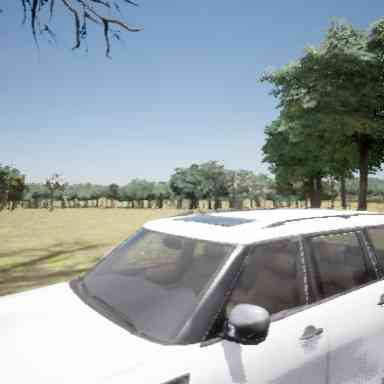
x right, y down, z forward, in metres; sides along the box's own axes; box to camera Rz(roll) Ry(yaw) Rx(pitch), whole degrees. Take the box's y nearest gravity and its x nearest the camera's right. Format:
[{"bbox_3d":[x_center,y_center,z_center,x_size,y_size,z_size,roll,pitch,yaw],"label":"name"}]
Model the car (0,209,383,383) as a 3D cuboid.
[{"bbox_3d":[0.351,1.235,3.322,5.566,2.045,2.150,1,0,-35],"label":"car"}]
